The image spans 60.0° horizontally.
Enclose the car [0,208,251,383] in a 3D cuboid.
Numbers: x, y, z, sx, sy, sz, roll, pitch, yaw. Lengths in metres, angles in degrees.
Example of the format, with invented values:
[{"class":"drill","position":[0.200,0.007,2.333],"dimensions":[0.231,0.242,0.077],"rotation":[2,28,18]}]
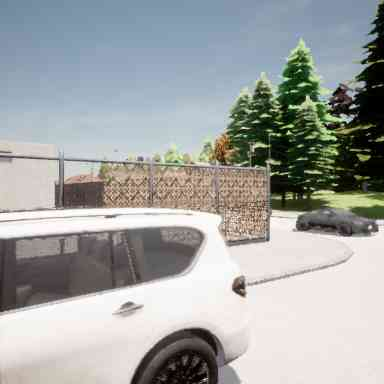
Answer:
[{"class":"car","position":[-1.953,1.221,3.060],"dimensions":[5.566,2.045,2.150],"rotation":[0,0,-34]}]

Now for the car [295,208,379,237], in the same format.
[{"class":"car","position":[7.734,1.564,18.076],"dimensions":[1.994,1.385,4.181],"rotation":[0,0,-33]}]
